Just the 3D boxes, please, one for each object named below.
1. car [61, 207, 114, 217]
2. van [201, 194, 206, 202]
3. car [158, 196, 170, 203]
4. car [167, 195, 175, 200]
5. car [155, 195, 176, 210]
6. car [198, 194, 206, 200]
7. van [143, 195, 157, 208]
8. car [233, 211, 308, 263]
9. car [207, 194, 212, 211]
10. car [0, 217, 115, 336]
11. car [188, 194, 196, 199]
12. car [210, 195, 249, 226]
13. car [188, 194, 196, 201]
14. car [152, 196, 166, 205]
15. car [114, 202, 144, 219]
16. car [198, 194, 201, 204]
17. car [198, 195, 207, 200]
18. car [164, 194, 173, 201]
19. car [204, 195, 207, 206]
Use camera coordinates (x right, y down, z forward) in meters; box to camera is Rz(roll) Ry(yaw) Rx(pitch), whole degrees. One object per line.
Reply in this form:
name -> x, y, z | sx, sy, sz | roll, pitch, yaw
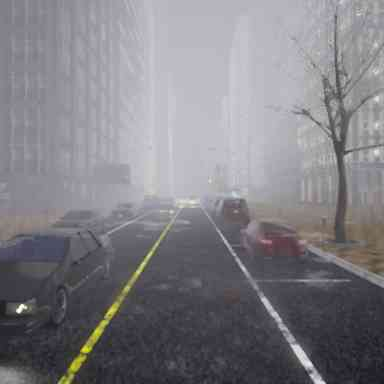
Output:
car -> -5.681, 1.539, 17.258 | 1.947, 1.339, 4.313 | 0, 0, 0
van -> 2.711, 1.265, 51.370 | 1.690, 1.788, 3.998 | 0, 0, 0
car -> -5.667, 1.451, 68.460 | 2.008, 1.369, 4.403 | 0, 0, 0
car -> -5.662, 1.422, 91.217 | 2.008, 1.369, 4.403 | 0, 0, 0
car -> -3.080, 1.484, 42.236 | 2.033, 1.411, 5.357 | 0, 0, 0
car -> 2.719, 1.313, 91.192 | 1.967, 1.590, 4.097 | 0, 0, 0
van -> -5.671, 1.272, 45.703 | 1.690, 1.788, 3.998 | 0, 0, 0
car -> 2.699, 1.565, 11.548 | 1.802, 1.307, 4.206 | 0, 0, 0
car -> 2.706, 1.272, 28.614 | 2.192, 1.841, 5.009 | 0, 0, 0
car -> -3.090, 1.536, 7.212 | 2.033, 1.411, 5.357 | 0, 0, 0
car -> 0.022, 1.263, 92.863 | 1.994, 1.385, 4.181 | 0, 0, 0
car -> 2.704, 1.281, 22.925 | 2.192, 1.841, 5.009 | 0, 0, 0
car -> 0.020, 1.320, 80.143 | 1.812, 1.442, 4.674 | 0, 0, 0
car -> -5.670, 1.481, 57.082 | 1.947, 1.339, 4.313 | 0, 0, 0
car -> -5.677, 1.522, 28.637 | 1.947, 1.339, 4.313 | 0, 0, 0
car -> 2.366, 1.366, 63.196 | 1.801, 1.575, 5.366 | 0, 0, 0
car -> 2.717, 1.430, 85.504 | 2.008, 1.369, 4.403 | 0, 0, 0
car -> -5.663, 1.325, 79.839 | 1.967, 1.590, 4.097 | 0, 0, 0
car -> 2.707, 1.466, 40.162 | 1.752, 1.417, 4.829 | 0, 0, 0
